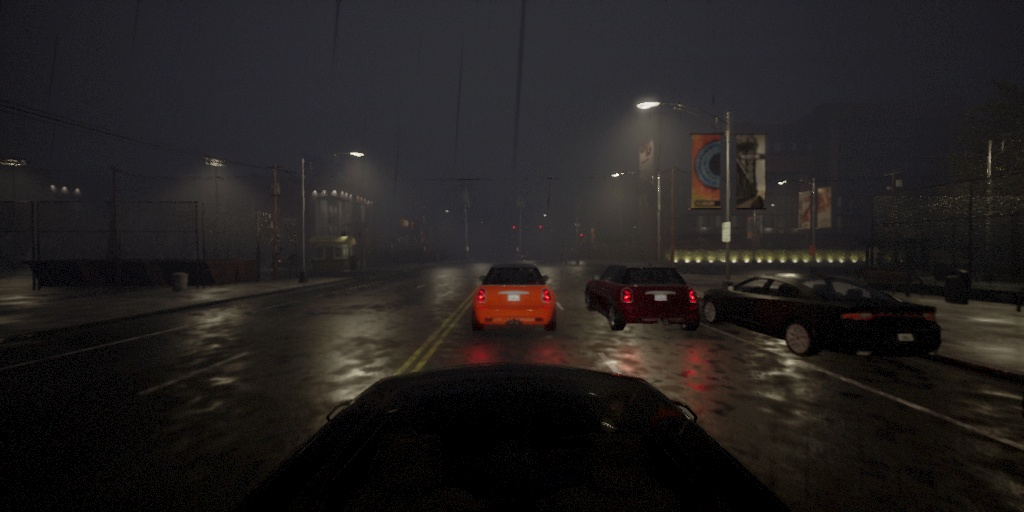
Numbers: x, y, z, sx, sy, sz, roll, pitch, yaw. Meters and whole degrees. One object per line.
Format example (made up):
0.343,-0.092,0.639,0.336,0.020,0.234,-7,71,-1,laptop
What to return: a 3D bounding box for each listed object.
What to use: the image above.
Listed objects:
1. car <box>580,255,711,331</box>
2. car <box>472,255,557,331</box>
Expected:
3.565,0.983,10.674,2.097,1.767,4.553,0,1,0,car
0.065,0.983,10.660,2.097,1.767,4.553,0,1,0,car
